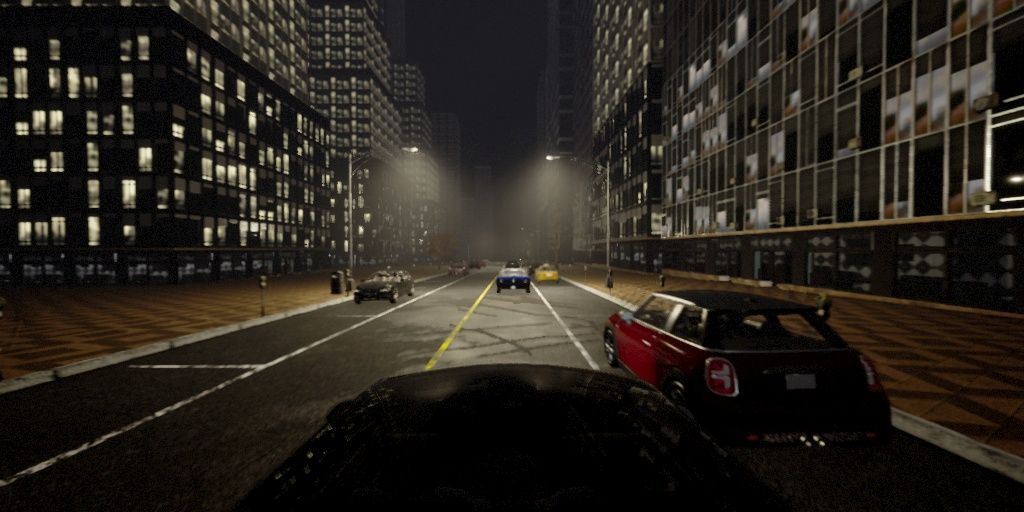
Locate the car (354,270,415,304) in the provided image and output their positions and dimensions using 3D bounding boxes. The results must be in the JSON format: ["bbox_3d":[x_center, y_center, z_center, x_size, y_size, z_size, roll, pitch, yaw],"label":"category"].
[{"bbox_3d":[-5.700,1.336,16.500,2.007,1.370,4.403,0,0,0],"label":"car"}]

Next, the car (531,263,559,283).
[{"bbox_3d":[2.670,1.317,27.930,1.751,1.417,4.829,0,0,0],"label":"car"}]

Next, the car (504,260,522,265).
[{"bbox_3d":[0.054,1.342,47.078,1.837,1.490,4.892,0,0,0],"label":"car"}]

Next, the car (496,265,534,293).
[{"bbox_3d":[0.078,1.385,21.228,1.895,1.301,4.718,0,0,0],"label":"car"}]

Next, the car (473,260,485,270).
[{"bbox_3d":[-5.742,1.414,55.874,1.888,1.381,4.507,0,0,0],"label":"car"}]

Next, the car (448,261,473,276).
[{"bbox_3d":[-5.724,1.270,39.000,1.967,1.591,4.097,0,0,0],"label":"car"}]

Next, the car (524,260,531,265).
[{"bbox_3d":[2.658,1.381,39.008,1.948,1.339,4.313,0,0,0],"label":"car"}]

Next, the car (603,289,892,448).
[{"bbox_3d":[2.693,1.191,5.259,1.967,1.591,4.097,0,0,0],"label":"car"}]
